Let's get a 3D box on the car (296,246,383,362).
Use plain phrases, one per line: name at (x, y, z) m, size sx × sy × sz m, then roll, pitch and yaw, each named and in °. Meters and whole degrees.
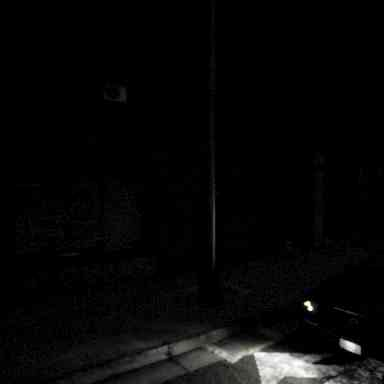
car at (4.157, 1.550, 5.711) m, size 5.357 × 1.411 × 2.033 m, roll 0°, pitch 0°, yaw -35°
